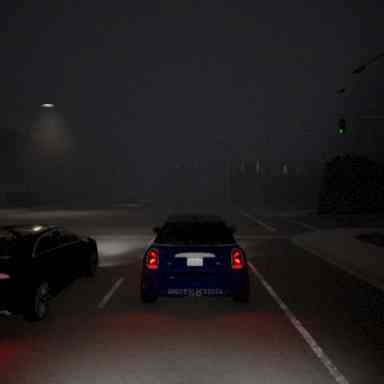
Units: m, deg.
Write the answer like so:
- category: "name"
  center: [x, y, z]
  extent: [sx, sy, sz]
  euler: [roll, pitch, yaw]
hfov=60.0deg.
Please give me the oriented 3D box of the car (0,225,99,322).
- category: "car"
  center: [-3.442, 1.438, 7.106]
  extent: [2.128, 1.511, 4.902]
  euler: [0, 0, 0]

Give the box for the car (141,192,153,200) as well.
- category: "car"
  center: [-10.578, 0.889, 73.549]
  extent: [2.097, 1.767, 4.553]
  euler: [0, 1, 0]

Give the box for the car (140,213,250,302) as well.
- category: "car"
  center: [0.064, 1.289, 8.243]
  extent: [2.097, 1.767, 4.553]
  euler: [0, 0, 0]

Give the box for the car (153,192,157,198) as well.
- category: "car"
  center: [-10.595, 0.814, 89.313]
  extent: [1.882, 1.535, 5.008]
  euler: [0, 0, 0]

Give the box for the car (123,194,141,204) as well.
- category: "car"
  center: [-10.624, 1.381, 58.018]
  extent: [1.812, 1.442, 4.674]
  euler: [0, 1, 0]
